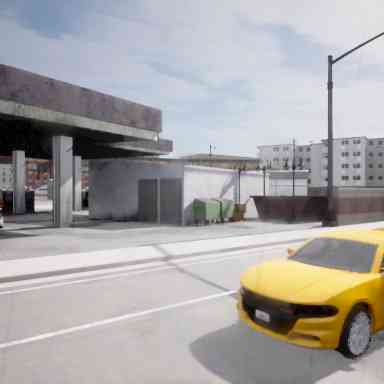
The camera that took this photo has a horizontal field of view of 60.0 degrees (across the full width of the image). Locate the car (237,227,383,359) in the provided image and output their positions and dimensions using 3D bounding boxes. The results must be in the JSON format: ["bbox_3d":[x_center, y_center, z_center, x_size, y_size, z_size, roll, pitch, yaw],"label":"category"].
[{"bbox_3d":[3.033,1.477,6.160,5.008,1.535,1.882,0,0,-35],"label":"car"}]

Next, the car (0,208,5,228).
[{"bbox_3d":[-12.772,1.456,20.495,1.970,1.475,3.806,0,0,-34],"label":"car"}]
